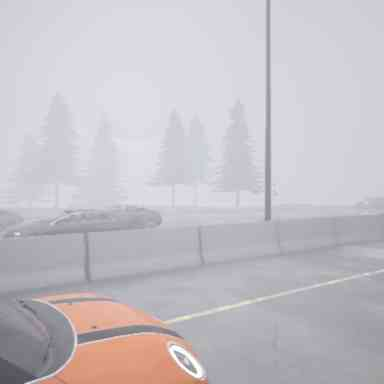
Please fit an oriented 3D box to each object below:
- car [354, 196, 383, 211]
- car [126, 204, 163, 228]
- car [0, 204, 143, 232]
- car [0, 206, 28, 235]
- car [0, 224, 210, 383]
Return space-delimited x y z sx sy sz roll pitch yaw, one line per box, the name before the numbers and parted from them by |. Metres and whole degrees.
car | 21.001 1.280 38.464 4.553 1.767 2.097 0 0 -21
car | -3.948 1.440 17.998 4.902 1.511 2.128 0 0 -32
car | -4.761 1.451 13.288 4.902 1.511 2.128 0 0 -34
car | -11.070 1.505 17.436 4.181 1.385 1.994 0 0 -34
car | -2.026 1.344 2.186 4.553 1.767 2.097 0 0 -36
